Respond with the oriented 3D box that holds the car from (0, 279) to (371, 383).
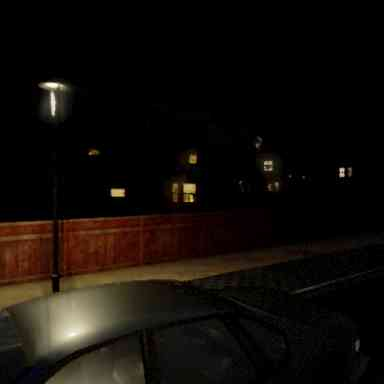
[{"bbox_3d":[-0.755,1.544,2.525,5.357,1.411,2.033,0,0,-35],"label":"car"}]
